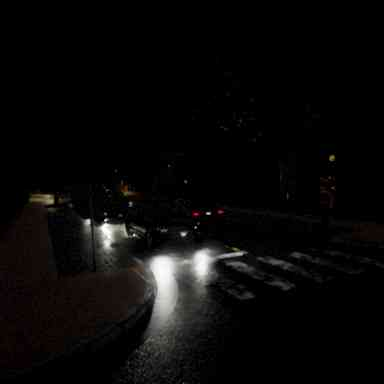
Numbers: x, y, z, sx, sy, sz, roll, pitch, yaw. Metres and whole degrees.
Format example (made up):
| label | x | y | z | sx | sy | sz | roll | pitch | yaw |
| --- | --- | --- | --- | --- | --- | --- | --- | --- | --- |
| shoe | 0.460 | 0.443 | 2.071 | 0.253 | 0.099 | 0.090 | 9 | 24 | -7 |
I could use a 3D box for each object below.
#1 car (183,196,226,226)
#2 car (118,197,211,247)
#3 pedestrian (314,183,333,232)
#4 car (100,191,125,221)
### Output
| label | x | y | z | sx | sy | sz | roll | pitch | yaw |
| --- | --- | --- | --- | --- | --- | --- | --- | --- | --- |
| car | -0.129 | 0.941 | 17.172 | 2.033 | 1.411 | 5.357 | -3 | 3 | -20 |
| car | -1.341 | 1.117 | 13.321 | 1.837 | 1.490 | 4.892 | -4 | 3 | -26 |
| pedestrian | 4.858 | 0.549 | 12.217 | 0.375 | 1.860 | 0.375 | -2 | 1 | -24 |
| car | -5.171 | 0.756 | 21.648 | 2.097 | 1.767 | 4.553 | -3 | 3 | -24 |
